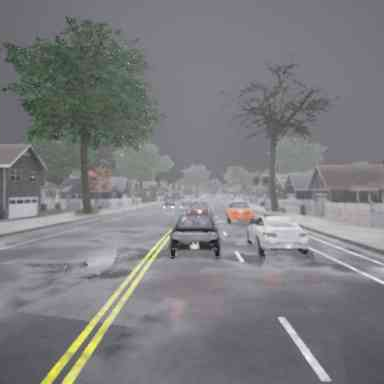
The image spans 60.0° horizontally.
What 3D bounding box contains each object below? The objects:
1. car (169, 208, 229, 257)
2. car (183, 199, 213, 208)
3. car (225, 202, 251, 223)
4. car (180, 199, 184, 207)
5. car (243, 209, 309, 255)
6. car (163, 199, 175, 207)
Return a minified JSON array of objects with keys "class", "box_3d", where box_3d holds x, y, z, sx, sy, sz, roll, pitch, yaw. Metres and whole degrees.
[{"class":"car","box_3d":[0.163,1.627,13.472,2.128,1.511,4.902,0,0,2]},{"class":"car","box_3d":[0.680,1.623,28.336,2.097,1.767,4.553,0,-1,3]},{"class":"car","box_3d":[3.927,1.623,28.206,2.097,1.767,4.553,0,-1,3]},{"class":"car","box_3d":[-1.125,2.102,65.037,1.812,1.442,4.674,0,0,3]},{"class":"car","box_3d":[3.428,1.663,13.802,1.812,1.442,4.674,0,0,2]},{"class":"car","box_3d":[-4.396,2.077,64.762,1.837,1.490,4.892,0,0,3]}]
